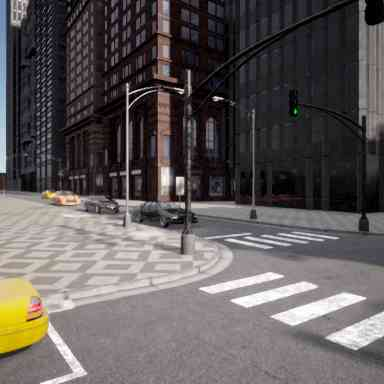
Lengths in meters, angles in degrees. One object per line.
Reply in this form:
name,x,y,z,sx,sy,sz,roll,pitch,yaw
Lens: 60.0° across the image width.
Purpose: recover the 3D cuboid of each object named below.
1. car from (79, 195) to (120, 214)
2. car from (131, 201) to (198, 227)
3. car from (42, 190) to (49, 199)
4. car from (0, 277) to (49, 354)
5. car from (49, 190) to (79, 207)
car,-7.809,1.005,28.575,1.837,1.490,4.892,0,1,-36
car,-1.846,1.237,20.288,2.033,1.411,5.357,0,1,-36
car,-24.381,0.422,57.059,1.882,1.535,5.008,0,1,-36
car,-4.232,1.525,3.630,4.829,1.417,1.752,0,0,-35
car,-14.138,0.659,37.380,2.097,1.767,4.553,0,1,-35
